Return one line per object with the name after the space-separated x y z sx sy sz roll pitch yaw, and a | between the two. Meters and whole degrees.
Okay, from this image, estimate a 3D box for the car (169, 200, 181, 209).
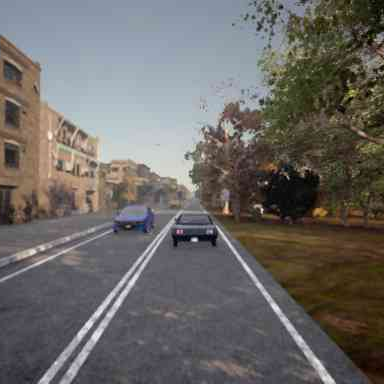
-3.112 2.178 60.402 1.882 1.535 5.008 0 -1 1 | car

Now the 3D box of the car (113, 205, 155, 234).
-3.328 1.552 19.885 1.882 1.535 5.008 0 0 0 | car

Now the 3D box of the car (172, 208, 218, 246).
0.113 1.645 15.619 1.895 1.301 4.718 0 0 0 | car
